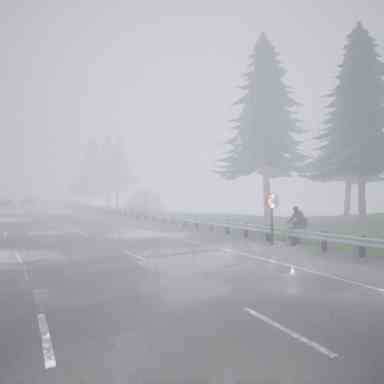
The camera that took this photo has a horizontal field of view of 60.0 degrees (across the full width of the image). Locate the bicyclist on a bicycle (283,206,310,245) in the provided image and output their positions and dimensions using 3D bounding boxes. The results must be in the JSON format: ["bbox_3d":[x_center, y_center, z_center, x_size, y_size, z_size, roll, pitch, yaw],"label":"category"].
[{"bbox_3d":[4.420,1.435,13.951,1.656,1.620,0.582,6,-3,-31],"label":"bicyclist on a bicycle"}]

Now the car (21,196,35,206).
[{"bbox_3d":[-28.070,1.503,56.868,1.837,1.490,4.892,0,0,-32],"label":"car"}]

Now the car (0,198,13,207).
[{"bbox_3d":[-29.634,1.599,52.750,1.895,1.301,4.718,0,0,-32],"label":"car"}]
